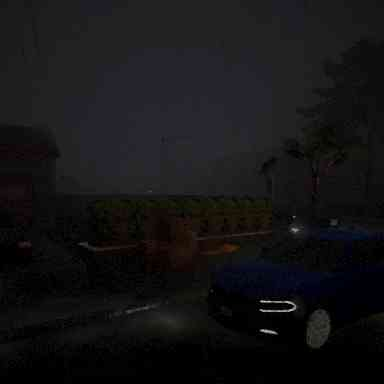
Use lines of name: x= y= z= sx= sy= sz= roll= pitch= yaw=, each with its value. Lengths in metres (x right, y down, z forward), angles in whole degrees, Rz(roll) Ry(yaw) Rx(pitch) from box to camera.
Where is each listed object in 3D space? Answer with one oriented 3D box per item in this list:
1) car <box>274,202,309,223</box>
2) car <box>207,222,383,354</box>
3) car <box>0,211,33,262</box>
car: x=5.894 y=1.504 z=23.487 sx=1.837 sy=1.490 sz=4.892 roll=0 pitch=0 yaw=-36
car: x=2.562 y=1.477 z=6.289 sx=5.008 sy=1.535 sz=1.882 roll=0 pitch=0 yaw=-35
car: x=-6.477 y=1.356 z=10.777 sx=2.033 sy=1.415 sz=5.357 roll=0 pitch=0 yaw=-33
